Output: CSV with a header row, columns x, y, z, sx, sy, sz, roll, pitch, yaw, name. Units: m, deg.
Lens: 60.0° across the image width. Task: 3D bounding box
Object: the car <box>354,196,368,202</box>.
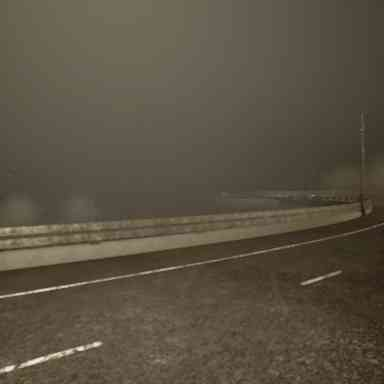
x,y,z,sx,sy,sz,roll,pitch,yaw,name
39.632,1.754,78.037,1.837,1.490,4.892,0,0,7,car
